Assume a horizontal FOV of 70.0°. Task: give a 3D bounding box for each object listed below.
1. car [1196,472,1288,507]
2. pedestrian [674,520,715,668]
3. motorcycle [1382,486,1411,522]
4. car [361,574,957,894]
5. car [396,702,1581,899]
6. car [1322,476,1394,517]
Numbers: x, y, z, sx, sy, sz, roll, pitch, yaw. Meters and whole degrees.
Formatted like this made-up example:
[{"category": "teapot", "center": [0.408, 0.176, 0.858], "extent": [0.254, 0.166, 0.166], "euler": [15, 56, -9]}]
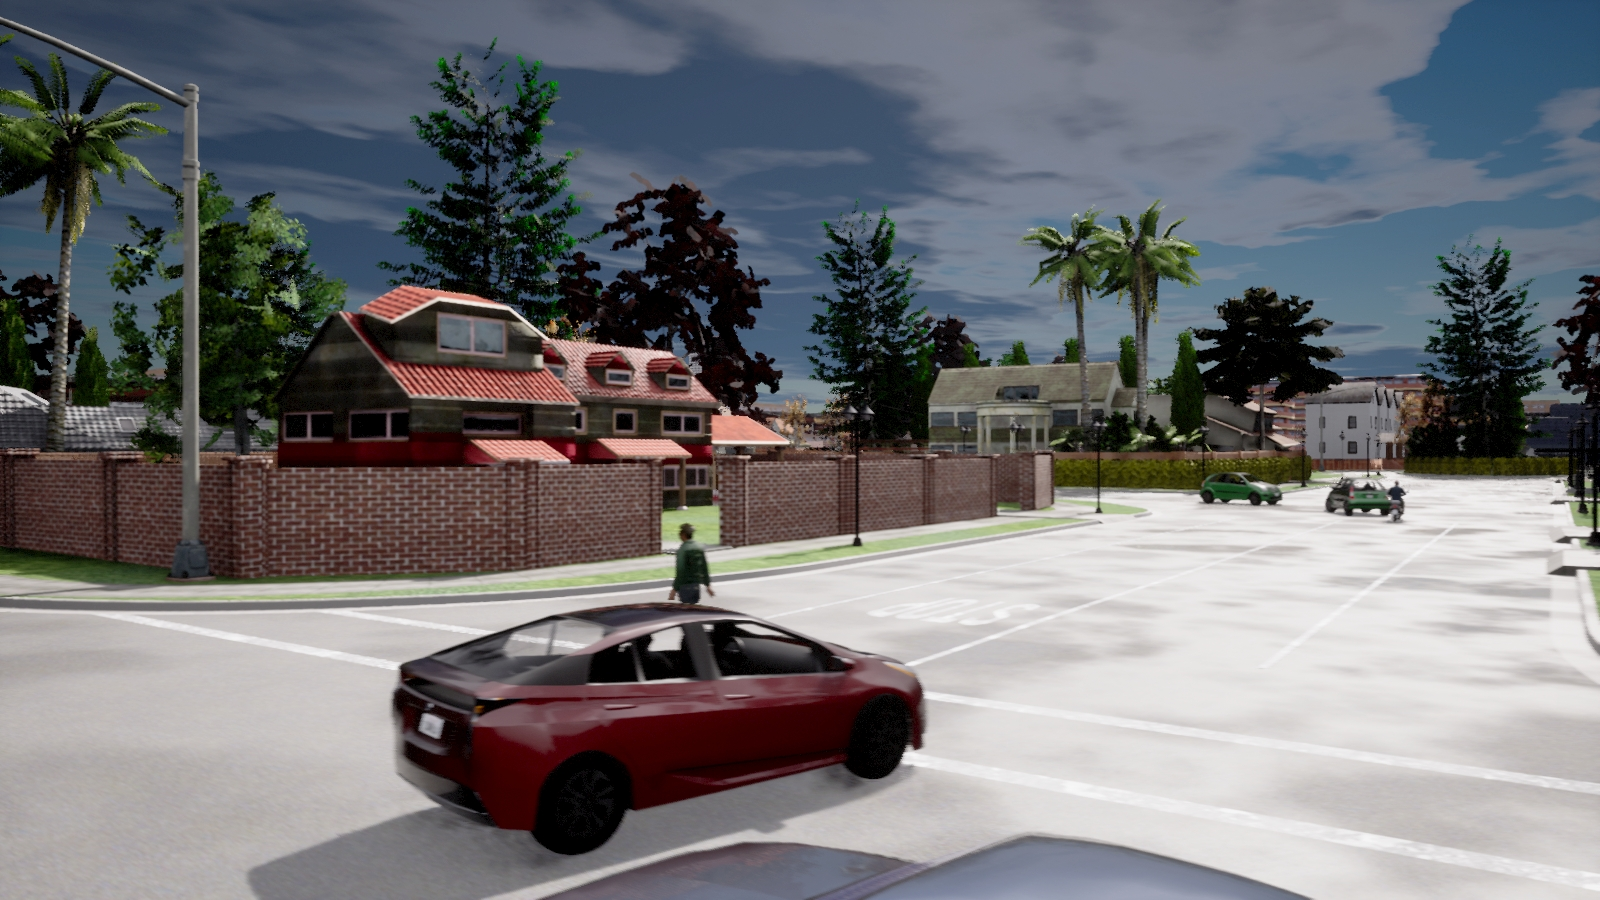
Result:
[{"category": "car", "center": [22.573, 1.968, 58.459], "extent": [1.851, 1.617, 3.988], "euler": [0, 0, -35]}, {"category": "pedestrian", "center": [-1.374, 1.858, 14.880], "extent": [0.375, 1.860, 0.375], "euler": [0, 0, 36]}, {"category": "motorcycle", "center": [23.844, 2.158, 45.632], "extent": [0.856, 1.341, 1.805], "euler": [0, 0, 33]}, {"category": "car", "center": [-0.978, 2.030, 9.410], "extent": [4.514, 1.525, 2.007], "euler": [0, 0, -40]}, {"category": "car", "center": [0.872, 2.103, 3.685], "extent": [2.033, 1.411, 5.357], "euler": [0, 0, -44]}, {"category": "car", "center": [24.714, 2.031, 50.743], "extent": [1.851, 1.617, 3.988], "euler": [0, 0, 10]}]
